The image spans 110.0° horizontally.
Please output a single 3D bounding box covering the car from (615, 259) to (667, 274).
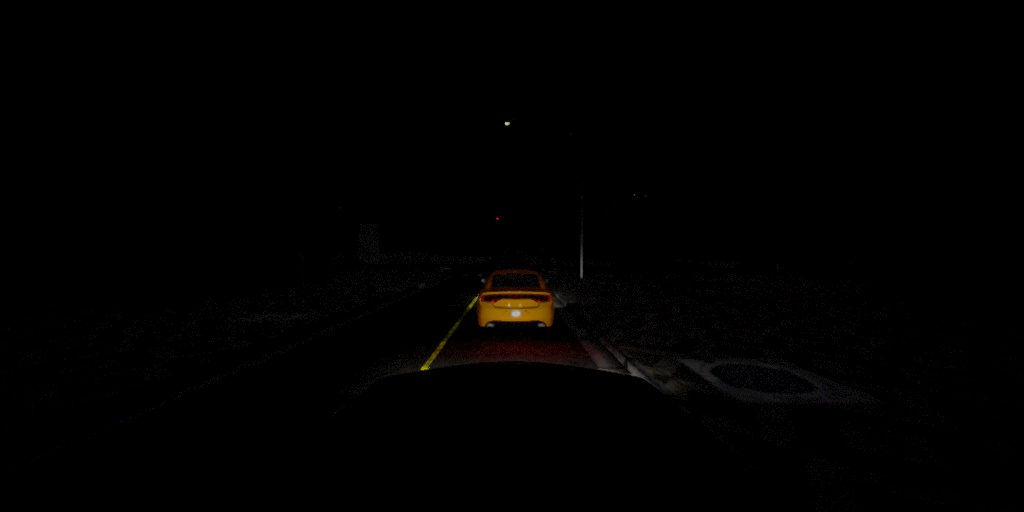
[{"bbox_3d":[12.080,1.048,34.424,4.313,1.339,1.948,0,0,0],"label":"car"}]

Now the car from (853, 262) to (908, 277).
[{"bbox_3d":[34.653,1.388,34.458,4.507,1.381,1.888,0,0,0],"label":"car"}]

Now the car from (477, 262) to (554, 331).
[{"bbox_3d":[0.087,1.100,10.496,1.882,1.535,5.008,0,1,0],"label":"car"}]

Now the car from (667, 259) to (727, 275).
[{"bbox_3d":[17.893,1.095,34.433,4.829,1.417,1.751,0,0,0],"label":"car"}]

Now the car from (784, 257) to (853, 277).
[{"bbox_3d":[29.010,1.065,34.449,5.009,1.841,2.192,0,0,0],"label":"car"}]

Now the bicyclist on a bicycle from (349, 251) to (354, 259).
[{"bbox_3d":[-20.556,0.138,45.758,0.582,1.620,1.656,1,1,0],"label":"bicyclist on a bicycle"}]

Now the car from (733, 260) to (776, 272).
[{"bbox_3d":[29.007,1.166,42.974,4.507,1.381,1.888,0,0,0],"label":"car"}]

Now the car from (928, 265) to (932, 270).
[{"bbox_3d":[40.304,1.520,34.466,4.207,1.307,1.802,0,0,0],"label":"car"}]

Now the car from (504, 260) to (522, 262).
[{"bbox_3d":[0.070,0.977,23.662,2.033,1.411,5.357,0,1,0],"label":"car"}]

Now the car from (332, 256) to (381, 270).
[{"bbox_3d":[-14.827,0.641,34.288,4.403,1.370,2.007,0,0,0],"label":"car"}]
